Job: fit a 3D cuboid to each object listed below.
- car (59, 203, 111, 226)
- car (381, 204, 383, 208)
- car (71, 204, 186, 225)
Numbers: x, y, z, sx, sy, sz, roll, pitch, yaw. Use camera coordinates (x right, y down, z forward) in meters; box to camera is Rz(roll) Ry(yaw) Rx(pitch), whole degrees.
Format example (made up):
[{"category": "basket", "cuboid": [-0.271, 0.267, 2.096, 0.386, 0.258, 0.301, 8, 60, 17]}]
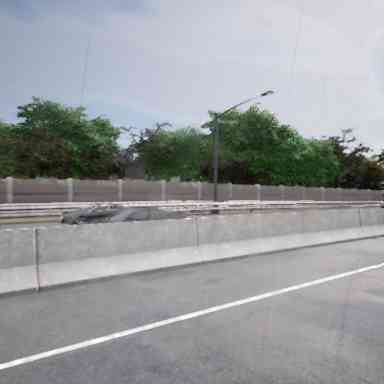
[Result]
[{"category": "car", "cuboid": [-5.868, 1.465, 21.292, 4.902, 1.511, 2.128, 0, 0, -35]}, {"category": "car", "cuboid": [27.319, 1.968, 44.870, 4.892, 1.490, 1.837, 1, -1, -35]}, {"category": "car", "cuboid": [-2.541, 1.452, 15.068, 5.008, 1.535, 1.882, 0, 0, -35]}]
